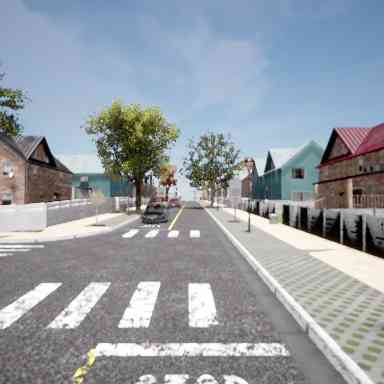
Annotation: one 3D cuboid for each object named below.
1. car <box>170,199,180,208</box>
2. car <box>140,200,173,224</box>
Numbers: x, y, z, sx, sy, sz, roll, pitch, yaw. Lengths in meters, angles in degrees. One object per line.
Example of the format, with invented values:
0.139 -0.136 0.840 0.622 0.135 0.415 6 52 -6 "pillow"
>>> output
-2.822 1.784 53.276 1.812 1.442 4.674 0 0 0 "car"
-2.793 1.635 25.931 1.837 1.490 4.892 0 0 1 "car"
